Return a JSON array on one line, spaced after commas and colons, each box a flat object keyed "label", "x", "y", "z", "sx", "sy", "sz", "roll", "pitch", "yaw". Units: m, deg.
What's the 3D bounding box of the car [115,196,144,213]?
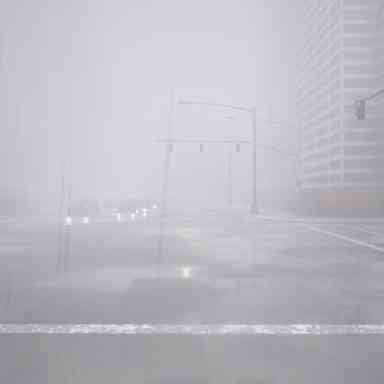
[{"label": "car", "x": -7.054, "y": 1.505, "z": 37.887, "sx": 1.837, "sy": 1.490, "sz": 4.892, "roll": 0, "pitch": 0, "yaw": 0}]

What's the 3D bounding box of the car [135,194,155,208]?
[{"label": "car", "x": -7.039, "y": 1.491, "z": 48.238, "sx": 2.128, "sy": 1.511, "sz": 4.902, "roll": 0, "pitch": 0, "yaw": 0}]

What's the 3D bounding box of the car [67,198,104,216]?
[{"label": "car", "x": -10.598, "y": 1.352, "z": 32.771, "sx": 2.097, "sy": 1.767, "sz": 4.553, "roll": 0, "pitch": 0, "yaw": 1}]

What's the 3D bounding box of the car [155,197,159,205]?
[{"label": "car", "x": -7.009, "y": 1.601, "z": 58.562, "sx": 1.895, "sy": 1.301, "sz": 4.718, "roll": 0, "pitch": 0, "yaw": 0}]

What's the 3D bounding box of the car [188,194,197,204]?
[{"label": "car", "x": 0.077, "y": 1.547, "z": 64.144, "sx": 2.033, "sy": 1.411, "sz": 5.357, "roll": 0, "pitch": 0, "yaw": 0}]

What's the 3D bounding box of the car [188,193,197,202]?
[{"label": "car", "x": 0.089, "y": 1.184, "z": 74.398, "sx": 2.097, "sy": 1.767, "sz": 4.553, "roll": 0, "pitch": 0, "yaw": 0}]

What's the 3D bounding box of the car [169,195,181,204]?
[{"label": "car", "x": -3.423, "y": 1.491, "z": 64.148, "sx": 2.128, "sy": 1.511, "sz": 4.902, "roll": 0, "pitch": 0, "yaw": 0}]

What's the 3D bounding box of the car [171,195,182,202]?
[{"label": "car", "x": -3.411, "y": 1.354, "z": 74.432, "sx": 2.128, "sy": 1.511, "sz": 4.902, "roll": 0, "pitch": 0, "yaw": 0}]

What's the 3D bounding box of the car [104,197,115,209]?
[{"label": "car", "x": -10.544, "y": 1.478, "z": 44.182, "sx": 1.882, "sy": 1.535, "sz": 5.008, "roll": 0, "pitch": 0, "yaw": 0}]
